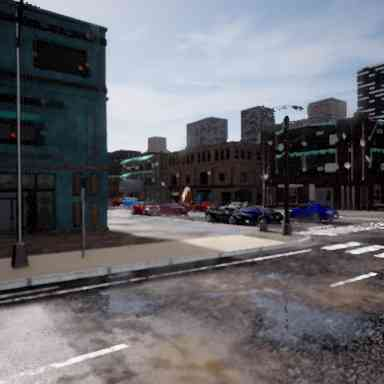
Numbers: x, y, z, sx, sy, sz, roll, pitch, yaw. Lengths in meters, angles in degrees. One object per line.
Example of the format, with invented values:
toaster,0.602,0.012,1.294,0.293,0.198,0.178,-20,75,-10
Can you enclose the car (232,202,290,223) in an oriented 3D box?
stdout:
car,5.407,1.773,27.072,1.994,1.385,4.181,-1,0,-36

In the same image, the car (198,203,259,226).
car,2.786,1.811,26.069,1.947,1.339,4.313,-2,0,-35

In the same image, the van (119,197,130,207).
van,-11.172,1.902,60.346,1.690,1.788,3.998,-1,0,-35

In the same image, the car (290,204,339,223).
car,9.470,1.675,26.823,1.812,1.442,4.674,-1,0,-34

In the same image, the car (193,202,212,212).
car,1.668,1.899,42.306,1.802,1.307,4.206,-2,0,-35

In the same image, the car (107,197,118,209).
car,-14.558,1.948,55.306,2.097,1.767,4.553,-1,0,-35

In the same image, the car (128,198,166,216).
car,-5.163,1.843,37.446,1.967,1.590,4.097,-1,0,-35

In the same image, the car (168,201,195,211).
car,-1.540,1.961,46.816,1.802,1.307,4.206,-2,0,-35

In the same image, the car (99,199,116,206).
car,-17.585,2.223,69.367,1.887,1.381,4.507,-1,0,-35

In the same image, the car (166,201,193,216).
car,-2.187,1.923,37.754,1.994,1.385,4.181,-1,0,-35
